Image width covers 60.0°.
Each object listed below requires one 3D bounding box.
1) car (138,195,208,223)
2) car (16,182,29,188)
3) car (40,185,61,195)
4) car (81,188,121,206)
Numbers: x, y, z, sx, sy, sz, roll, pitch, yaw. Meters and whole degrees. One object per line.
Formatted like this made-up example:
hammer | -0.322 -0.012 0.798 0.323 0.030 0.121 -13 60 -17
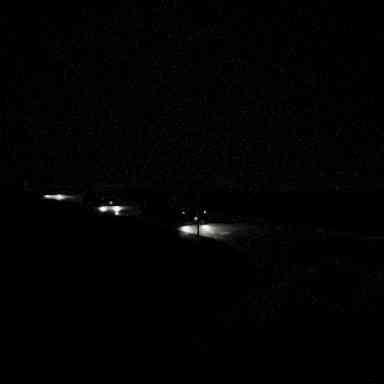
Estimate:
car | -1.305 0.880 19.547 2.033 1.411 5.357 -1 3 -35
car | -41.609 -1.669 82.267 1.812 1.442 4.674 -1 1 -35
car | -19.420 -0.343 45.622 1.895 1.301 4.718 -1 3 -34
car | -8.149 0.390 29.342 2.033 1.411 5.357 -1 3 -36
